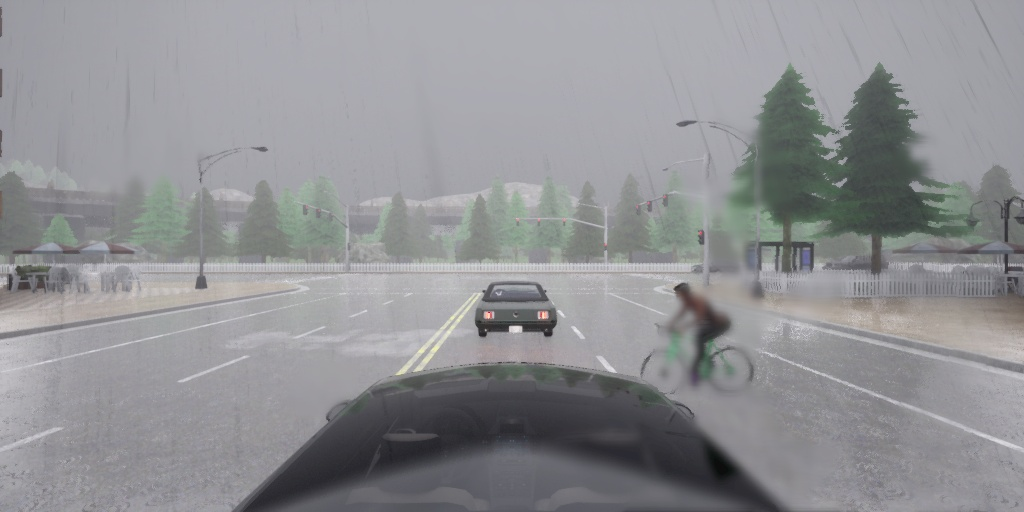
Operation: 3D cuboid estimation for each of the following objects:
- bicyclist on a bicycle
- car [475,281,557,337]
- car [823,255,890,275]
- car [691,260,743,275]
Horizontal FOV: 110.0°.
[{"bbox_3d":[2.651,1.205,5.156,1.656,1.620,0.582,-2,0,0],"label":"bicyclist on a bicycle"},{"bbox_3d":[0.074,1.351,10.240,1.895,1.301,4.718,0,0,0],"label":"car"},{"bbox_3d":[35.950,0.909,37.486,5.566,2.045,2.150,-1,0,3],"label":"car"},{"bbox_3d":[21.492,1.185,37.672,4.902,1.511,2.128,0,0,0],"label":"car"}]
